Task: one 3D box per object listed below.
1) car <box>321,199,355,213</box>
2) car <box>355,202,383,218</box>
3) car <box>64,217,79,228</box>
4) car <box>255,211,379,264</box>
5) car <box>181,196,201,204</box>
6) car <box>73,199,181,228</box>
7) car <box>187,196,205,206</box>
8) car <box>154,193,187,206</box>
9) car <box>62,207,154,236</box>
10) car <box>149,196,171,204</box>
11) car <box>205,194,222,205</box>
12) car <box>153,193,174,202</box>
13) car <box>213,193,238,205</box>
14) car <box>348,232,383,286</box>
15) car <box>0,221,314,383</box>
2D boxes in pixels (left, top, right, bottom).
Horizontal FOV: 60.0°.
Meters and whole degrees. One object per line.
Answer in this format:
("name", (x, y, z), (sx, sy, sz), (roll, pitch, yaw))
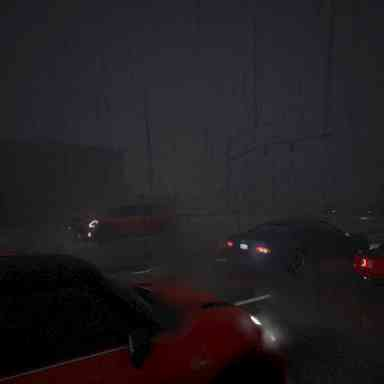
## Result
("car", (14.729, 1.505, 32.893), (4.892, 1.490, 1.837), (0, 0, -35))
("car", (17.119, 1.564, 30.298), (4.181, 1.385, 1.994), (0, 0, -35))
("car", (-4.339, 1.352, 4.953), (4.553, 1.767, 2.097), (0, 0, -35))
("car", (3.483, 1.547, 10.570), (5.357, 1.411, 2.033), (0, 0, -35))
("car", (-0.218, 1.564, 67.418), (1.994, 1.385, 4.181), (0, 0, -37))
("car", (-3.117, 1.352, 15.887), (4.553, 1.767, 2.097), (0, 0, -35))
("car", (-0.599, 1.547, 55.947), (2.033, 1.411, 5.357), (0, 0, -36))
("car", (-3.632, 1.221, 54.163), (2.150, 2.045, 5.566), (0, 0, -35))
("car", (-4.726, 1.601, 19.039), (4.718, 1.301, 1.895), (0, 0, -35))
("car", (-6.182, 1.505, 63.688), (1.837, 1.490, 4.892), (0, 0, -36))
("car", (2.402, 1.547, 57.774), (2.033, 1.411, 5.357), (0, 0, -36))
("car", (-6.493, 1.225, 76.104), (2.150, 2.045, 5.566), (0, 0, -36))
("car", (5.658, 1.222, 59.262), (2.150, 2.045, 5.566), (0, 0, -36))
("car", (6.054, 1.601, 8.098), (4.718, 1.301, 1.895), (0, 0, -35))
("car", (-1.281, 1.352, 2.833), (4.553, 1.767, 2.097), (0, 0, -35))
